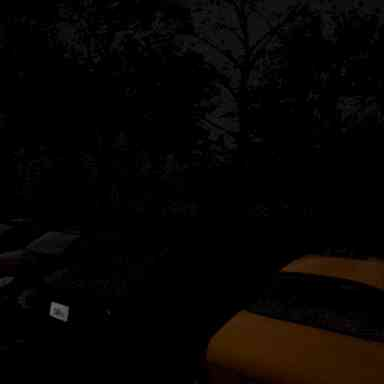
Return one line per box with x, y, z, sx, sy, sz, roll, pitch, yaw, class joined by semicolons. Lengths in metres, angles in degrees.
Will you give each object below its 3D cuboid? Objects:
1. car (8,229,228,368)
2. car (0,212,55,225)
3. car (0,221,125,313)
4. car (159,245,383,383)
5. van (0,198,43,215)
-0.274;1.513;5.990;2.163;1.488;4.792;0;0;36;car
-4.927;1.499;9.277;2.002;1.452;4.674;0;0;35;car
-2.660;1.514;7.660;2.002;1.452;4.674;0;0;35;car
2.091;1.480;4.497;1.946;1.575;5.366;0;0;35;car
-7.178;1.219;10.723;1.878;1.987;4.442;0;1;35;van
